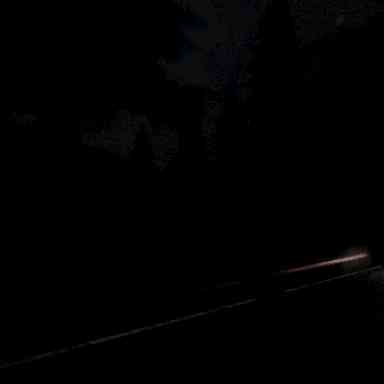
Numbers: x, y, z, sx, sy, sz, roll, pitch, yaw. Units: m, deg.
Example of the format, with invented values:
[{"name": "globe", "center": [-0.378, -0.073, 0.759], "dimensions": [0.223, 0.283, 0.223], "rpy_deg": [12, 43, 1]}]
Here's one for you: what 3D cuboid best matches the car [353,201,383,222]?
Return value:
[{"name": "car", "center": [13.200, 1.520, 26.426], "dimensions": [1.837, 1.490, 4.892], "rpy_deg": [0, 0, -36]}]
